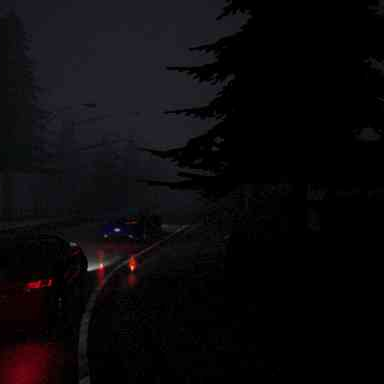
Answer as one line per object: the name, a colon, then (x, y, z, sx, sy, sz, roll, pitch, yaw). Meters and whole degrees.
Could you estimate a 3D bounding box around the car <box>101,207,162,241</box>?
car: (-2.879, 1.496, 16.856, 1.882, 1.535, 5.008, 0, 0, 8)

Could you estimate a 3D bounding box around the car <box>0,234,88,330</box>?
car: (-3.470, 1.568, 6.968, 1.994, 1.385, 4.181, 0, 0, -11)

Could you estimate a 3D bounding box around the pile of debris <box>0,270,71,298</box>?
pile of debris: (-3.956, 2.185, 8.018, 1.500, 0.140, 1.860, 0, 0, -4)
